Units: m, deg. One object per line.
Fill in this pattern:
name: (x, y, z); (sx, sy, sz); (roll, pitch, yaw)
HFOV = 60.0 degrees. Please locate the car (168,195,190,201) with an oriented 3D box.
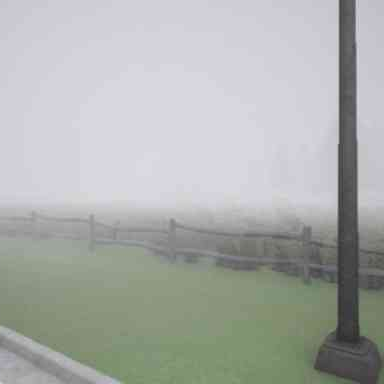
car: (-2.622, 1.311, 67.924); (4.605, 1.855, 1.932); (0, 0, 35)
